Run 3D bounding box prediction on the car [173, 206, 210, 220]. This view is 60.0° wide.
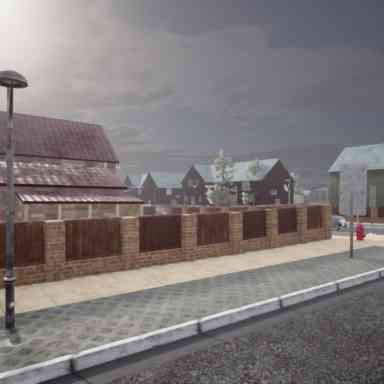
[{"bbox_3d":[-0.157,2.383,38.789,1.837,1.490,4.892,1,-2,-36],"label":"car"}]

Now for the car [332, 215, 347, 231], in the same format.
[{"bbox_3d":[7.939,1.813,22.608,2.128,1.511,4.902,1,-2,-36],"label":"car"}]

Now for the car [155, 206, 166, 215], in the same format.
[{"bbox_3d":[-4.218,2.389,39.386,2.128,1.511,4.902,1,-3,-36],"label":"car"}]
